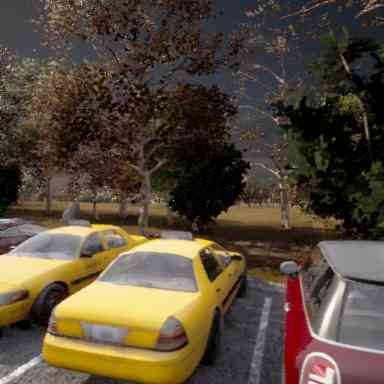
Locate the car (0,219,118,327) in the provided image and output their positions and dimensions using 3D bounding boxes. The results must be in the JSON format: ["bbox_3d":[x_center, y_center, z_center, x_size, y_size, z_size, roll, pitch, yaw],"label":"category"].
[{"bbox_3d":[-2.658,1.434,7.276,1.946,1.575,5.366,1,0,17],"label":"car"}]

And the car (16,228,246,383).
[{"bbox_3d":[-0.174,1.459,5.877,1.946,1.575,5.366,0,0,16],"label":"car"}]

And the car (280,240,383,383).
[{"bbox_3d":[2.160,1.356,3.926,2.185,1.767,4.553,0,0,16],"label":"car"}]
